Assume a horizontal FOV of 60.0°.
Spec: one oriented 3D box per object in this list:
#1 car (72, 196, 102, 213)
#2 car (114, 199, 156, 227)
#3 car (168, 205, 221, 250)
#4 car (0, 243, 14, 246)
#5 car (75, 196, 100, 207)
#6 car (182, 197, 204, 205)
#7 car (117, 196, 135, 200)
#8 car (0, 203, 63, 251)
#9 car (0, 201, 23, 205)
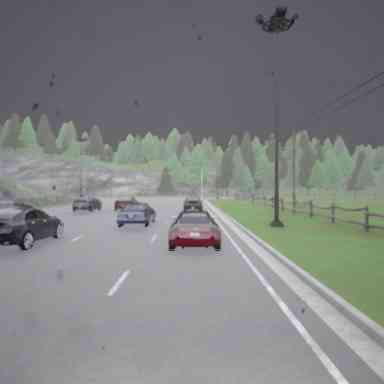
[{"bbox_3d":[-10.402,1.212,33.281,2.128,1.511,4.902,0,0,0],"label":"car"},{"bbox_3d":[-3.403,1.371,21.028,2.033,1.411,5.357,0,0,0],"label":"car"},{"bbox_3d":[0.100,1.448,13.669,1.994,1.385,4.181,0,0,0],"label":"car"},{"bbox_3d":[-3.399,1.476,1.849,2.128,1.511,4.902,0,1,0],"label":"car"},{"bbox_3d":[-13.903,1.228,44.569,1.895,1.301,4.718,0,0,0],"label":"car"},{"bbox_3d":[0.098,1.225,33.186,1.837,1.490,4.892,0,0,0],"label":"car"},{"bbox_3d":[-6.902,1.181,35.450,1.882,1.535,5.008,0,0,0],"label":"car"},{"bbox_3d":[-6.900,1.388,13.582,1.837,1.490,4.892,0,0,0],"label":"car"},{"bbox_3d":[-13.903,1.347,25.804,1.994,1.385,4.181,0,0,0],"label":"car"}]
